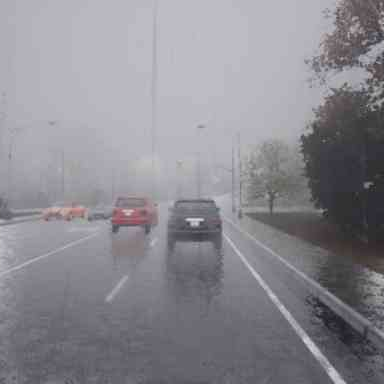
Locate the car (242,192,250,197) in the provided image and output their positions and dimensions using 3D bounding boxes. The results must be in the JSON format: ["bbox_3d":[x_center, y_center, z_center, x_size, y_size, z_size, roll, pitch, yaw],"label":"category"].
[{"bbox_3d":[15.742,0.716,91.358,1.895,1.301,4.718,0,3,30],"label":"car"}]

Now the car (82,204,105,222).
[{"bbox_3d":[-6.956,1.667,26.854,1.994,1.385,4.181,0,0,2],"label":"car"}]

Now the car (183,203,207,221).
[{"bbox_3d":[0.277,1.681,29.425,1.994,1.385,4.181,0,0,2],"label":"car"}]

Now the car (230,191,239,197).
[{"bbox_3d":[12.412,0.498,92.579,2.097,1.767,4.553,0,3,30],"label":"car"}]

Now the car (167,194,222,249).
[{"bbox_3d":[0.095,1.259,14.750,2.150,2.045,5.566,0,0,0],"label":"car"}]

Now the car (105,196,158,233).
[{"bbox_3d":[-3.378,1.285,20.402,2.150,2.045,5.566,0,0,0],"label":"car"}]

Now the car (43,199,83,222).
[{"bbox_3d":[-10.439,1.457,27.501,2.097,1.767,4.553,0,0,2],"label":"car"}]
